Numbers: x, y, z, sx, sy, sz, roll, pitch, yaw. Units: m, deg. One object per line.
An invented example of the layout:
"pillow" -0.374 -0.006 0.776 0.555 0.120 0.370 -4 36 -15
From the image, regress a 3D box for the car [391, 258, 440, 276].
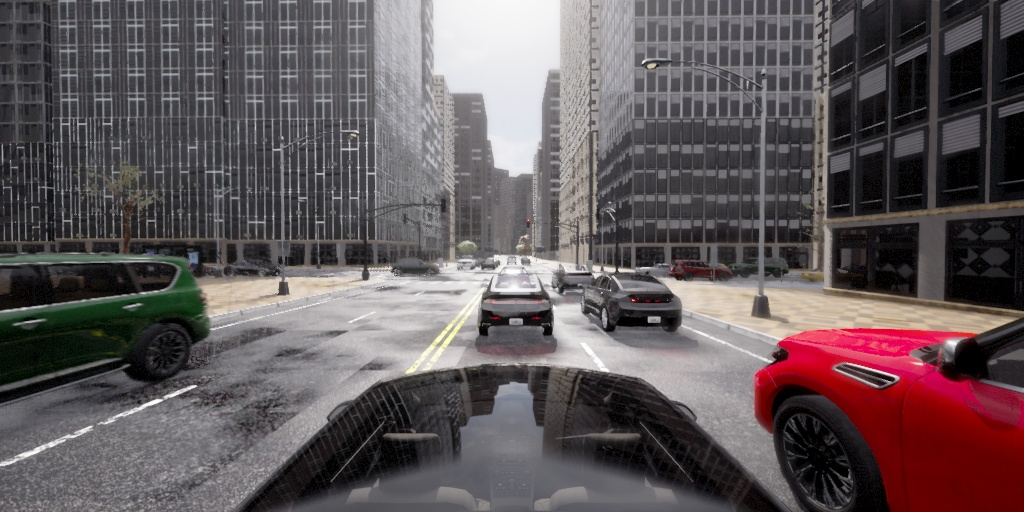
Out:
"car" -9.348 1.018 34.920 4.553 1.767 2.097 0 1 -11

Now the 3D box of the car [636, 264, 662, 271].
"car" 15.074 1.450 36.730 4.718 1.301 1.895 0 1 0

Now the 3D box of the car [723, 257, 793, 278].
"car" 24.979 1.158 36.575 5.566 2.045 2.150 1 1 1

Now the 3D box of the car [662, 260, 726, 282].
"car" 16.173 1.268 30.948 5.009 1.841 2.192 0 0 1

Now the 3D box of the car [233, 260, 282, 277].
"car" -22.752 1.172 31.448 4.313 1.339 1.948 0 0 1

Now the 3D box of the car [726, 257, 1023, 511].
"car" 3.348 0.972 0.981 2.150 2.045 5.566 0 0 0

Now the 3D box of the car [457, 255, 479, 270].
"car" -6.625 0.933 52.576 2.150 2.045 5.566 0 0 0

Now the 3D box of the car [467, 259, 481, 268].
"car" -6.609 1.263 62.616 1.994 1.385 4.181 0 0 0

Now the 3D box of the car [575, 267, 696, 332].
"car" 3.342 1.250 10.845 1.837 1.490 4.892 0 0 0

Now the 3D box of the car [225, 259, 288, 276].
"car" -24.290 1.074 34.184 4.674 1.442 1.812 1 1 1

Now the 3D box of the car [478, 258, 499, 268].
"car" -3.375 1.190 52.126 1.882 1.535 5.008 0 0 0

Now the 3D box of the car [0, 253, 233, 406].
"car" -6.603 0.972 4.247 2.150 2.045 5.566 0 0 0

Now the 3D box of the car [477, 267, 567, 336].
"car" 0.093 1.237 10.352 2.128 1.511 4.902 0 0 0

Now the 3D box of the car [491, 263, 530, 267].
"car" 0.087 1.287 20.087 2.033 1.411 5.357 0 0 0

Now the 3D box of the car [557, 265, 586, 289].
"car" 3.338 1.231 20.093 2.128 1.511 4.902 0 0 0

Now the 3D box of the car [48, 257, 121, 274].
"car" -41.056 0.896 34.523 4.892 1.490 1.837 2 1 1
